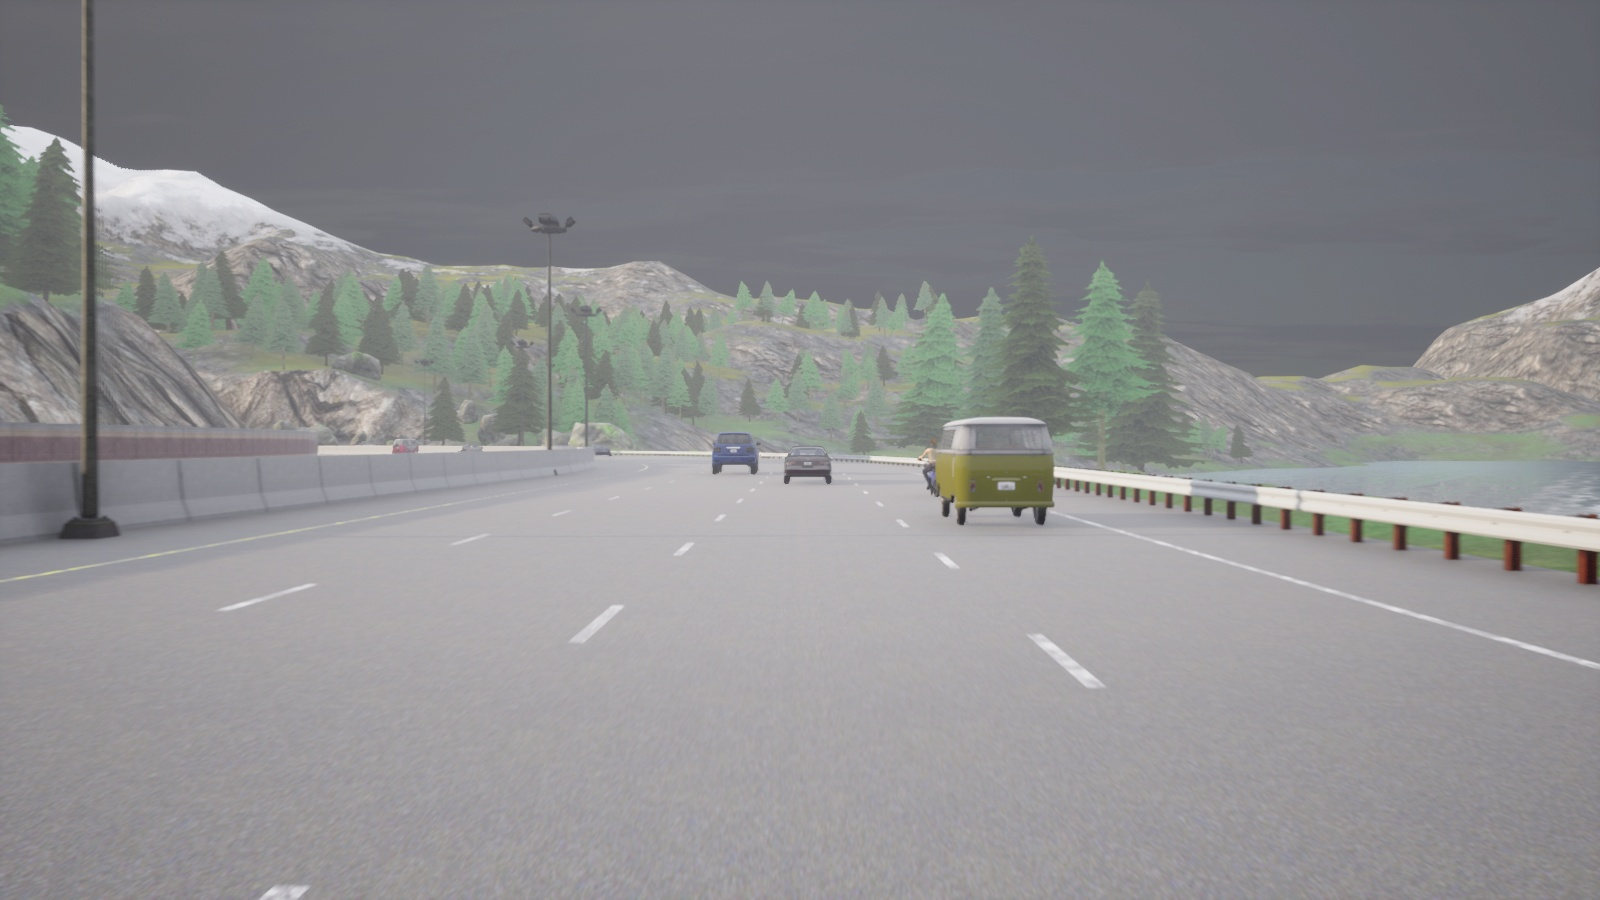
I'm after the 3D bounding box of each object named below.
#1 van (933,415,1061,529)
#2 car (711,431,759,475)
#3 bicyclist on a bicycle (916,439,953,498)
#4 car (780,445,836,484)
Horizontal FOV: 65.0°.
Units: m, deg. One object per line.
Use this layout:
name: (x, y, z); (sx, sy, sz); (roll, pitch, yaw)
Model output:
van: (3.653, 0.368, 24.052); (1.775, 1.987, 4.442); (0, 0, 0)
car: (-3.175, 0.117, 62.092); (2.150, 2.045, 5.566); (0, 0, -1)
bicyclist on a bicycle: (3.711, 0.492, 34.816); (0.866, 1.612, 1.509); (0, 0, 1)
car: (0.292, 0.525, 48.329); (2.033, 1.411, 5.357); (0, 0, 0)
